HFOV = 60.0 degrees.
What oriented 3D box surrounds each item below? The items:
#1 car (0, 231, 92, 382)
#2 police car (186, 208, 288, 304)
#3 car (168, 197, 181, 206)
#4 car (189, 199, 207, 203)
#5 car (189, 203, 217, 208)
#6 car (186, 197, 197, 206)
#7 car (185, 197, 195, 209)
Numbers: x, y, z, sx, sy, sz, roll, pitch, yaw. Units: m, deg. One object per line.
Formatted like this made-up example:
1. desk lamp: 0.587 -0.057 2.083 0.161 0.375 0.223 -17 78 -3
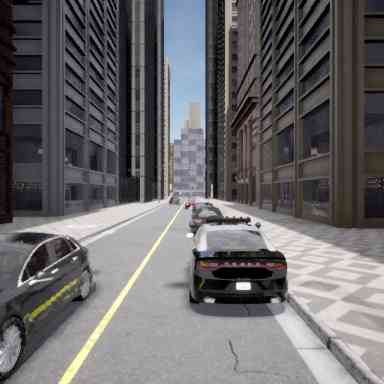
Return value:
1. car: -3.109 1.505 5.490 1.837 1.490 4.892 0 0 0
2. police car: 0.887 1.427 8.342 1.930 1.638 5.238 0 0 0
3. car: -3.083 1.579 57.954 1.837 1.490 4.892 0 0 0
4. car: 0.864 1.519 24.232 1.837 1.490 4.892 0 0 0
5. car: 0.873 1.534 18.232 1.812 1.442 4.674 0 0 0
6. car: -0.083 1.641 59.010 1.994 1.385 4.181 0 0 0
7. car: -0.030 1.646 45.985 1.895 1.301 4.718 0 0 0
